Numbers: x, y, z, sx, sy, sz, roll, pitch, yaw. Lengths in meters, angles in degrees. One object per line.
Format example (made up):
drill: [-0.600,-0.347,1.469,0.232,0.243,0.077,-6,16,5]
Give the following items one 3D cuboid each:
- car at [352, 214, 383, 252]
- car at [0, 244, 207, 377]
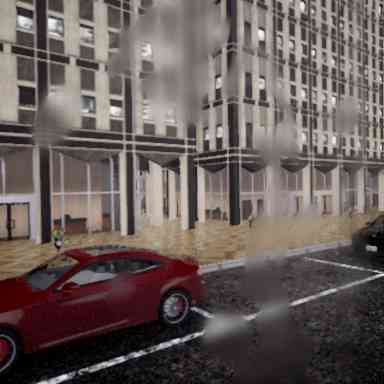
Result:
car: [7.516,1.408,11.918,4.313,1.339,1.947,-1,0,-35]
car: [-1.673,1.562,5.373,4.206,1.307,1.802,-1,0,-35]
